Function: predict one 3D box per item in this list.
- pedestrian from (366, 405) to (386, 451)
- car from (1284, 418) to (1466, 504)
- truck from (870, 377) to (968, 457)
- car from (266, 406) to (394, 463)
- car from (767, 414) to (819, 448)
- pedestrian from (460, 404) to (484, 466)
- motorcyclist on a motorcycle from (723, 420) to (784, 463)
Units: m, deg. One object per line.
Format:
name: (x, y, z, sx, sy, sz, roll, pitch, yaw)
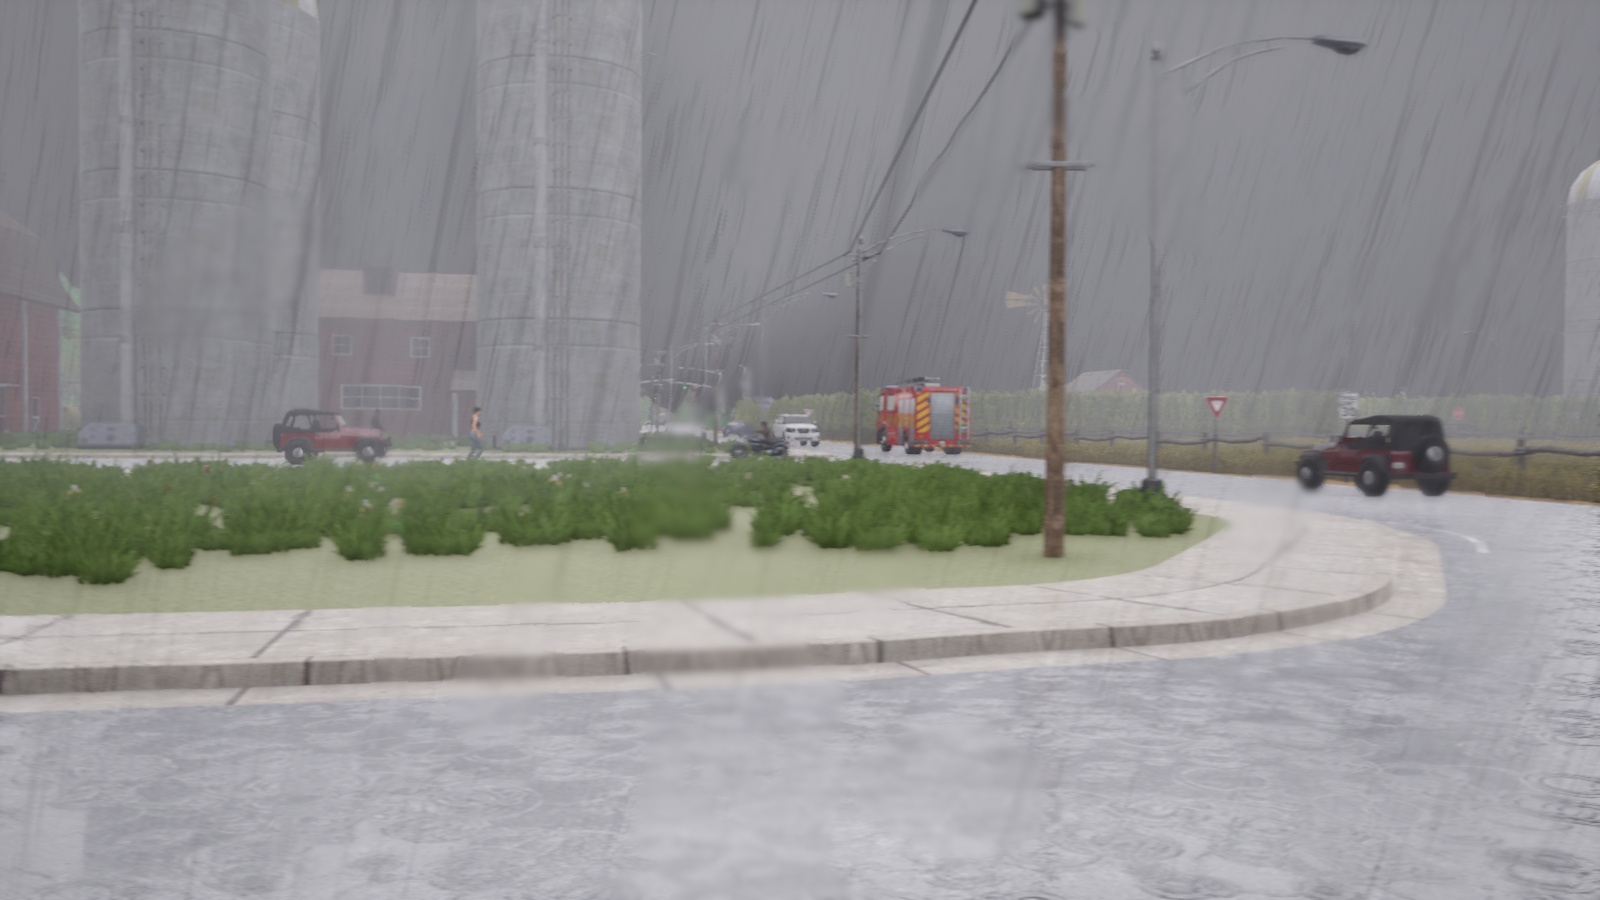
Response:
pedestrian: (-17.251, -0.885, 51.094, 0.703, 1.840, 0.431, 0, 1, -23)
car: (13.451, 0.206, 29.648, 1.905, 1.878, 3.866, 1, 1, -13)
truck: (6.027, -1.693, 65.163, 2.891, 3.827, 8.468, 1, 1, -10)
car: (-16.075, -0.541, 43.136, 3.866, 1.878, 1.905, 1, 1, -13)
car: (-0.509, -1.227, 78.984, 2.150, 2.045, 5.566, 1, 1, -12)
pedestrian: (-9.701, -0.449, 37.150, 0.594, 1.836, 0.345, 0, 2, -31)
motorcyclist on a motorcycle: (-1.849, -0.337, 49.921, 2.350, 1.649, 0.766, 0, 2, -10)
